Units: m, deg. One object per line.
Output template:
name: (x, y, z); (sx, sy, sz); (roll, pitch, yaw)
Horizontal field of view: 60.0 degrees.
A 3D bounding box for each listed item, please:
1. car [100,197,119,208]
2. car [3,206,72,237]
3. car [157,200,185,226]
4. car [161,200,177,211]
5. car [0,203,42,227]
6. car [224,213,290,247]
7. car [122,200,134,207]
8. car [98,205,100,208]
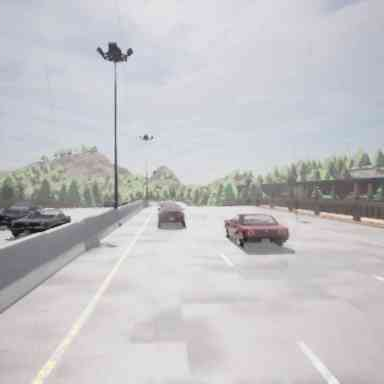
car: (-15.132, 1.983, 62.696); (2.150, 2.045, 5.566); (0, -4, -4)
car: (-8.304, 1.666, 18.608); (1.895, 1.301, 4.718); (0, 0, -4)
car: (-1.450, 1.559, 23.473); (1.812, 1.442, 4.674); (0, 0, -4)
car: (-2.890, 1.663, 42.017); (1.895, 1.301, 4.718); (0, 0, -4)
car: (-12.097, 1.691, 22.279); (1.895, 1.301, 4.718); (0, 0, -4)
car: (2.689, 1.603, 15.034); (1.895, 1.301, 4.718); (0, 0, -4)
car: (-11.411, 2.142, 59.770); (1.895, 1.301, 4.718); (0, -3, -4)
car: (-19.430, 3.224, 73.190); (1.837, 1.490, 4.892); (0, -6, -4)
